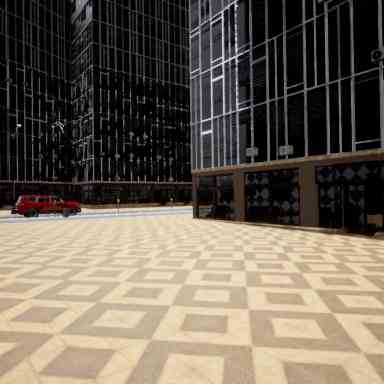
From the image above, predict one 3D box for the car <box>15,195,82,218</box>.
[{"bbox_3d":[-11.772,1.188,27.332,5.009,1.841,2.192,0,-1,-37],"label":"car"}]
